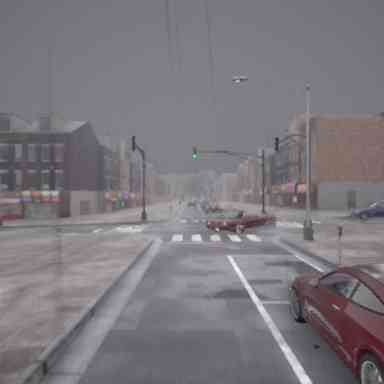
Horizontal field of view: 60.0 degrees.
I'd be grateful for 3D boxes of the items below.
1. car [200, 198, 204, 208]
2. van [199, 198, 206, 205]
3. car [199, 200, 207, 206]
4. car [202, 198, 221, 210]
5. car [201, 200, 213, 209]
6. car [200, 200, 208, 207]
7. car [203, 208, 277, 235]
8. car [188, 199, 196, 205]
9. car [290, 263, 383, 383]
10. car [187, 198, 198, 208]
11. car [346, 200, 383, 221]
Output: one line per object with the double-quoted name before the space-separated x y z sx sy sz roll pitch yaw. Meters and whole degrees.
"car" 2.623 1.874 47.269 2.192 1.841 5.009 -1 -1 0
"van" 2.616 2.442 85.082 1.690 1.788 3.998 -1 -1 0
"car" 2.619 2.547 79.847 1.752 1.417 4.829 -1 -1 0
"car" 2.625 1.927 41.866 1.967 1.590 4.097 -1 -1 0
"car" 2.622 2.147 58.071 1.967 1.590 4.097 -1 -1 0
"car" 2.620 2.467 74.445 1.752 1.417 4.829 -1 -1 0
"car" 3.163 1.770 20.481 4.718 1.301 1.895 -2 0 -41
"car" -0.010 2.341 77.339 1.812 1.442 4.674 0 -1 0
"car" 2.633 1.629 4.524 1.802 1.307 4.206 0 -1 0
"car" -0.008 2.334 66.919 1.837 1.490 4.892 0 -1 0
"car" 14.140 1.358 25.036 4.674 1.442 1.812 -2 0 2
